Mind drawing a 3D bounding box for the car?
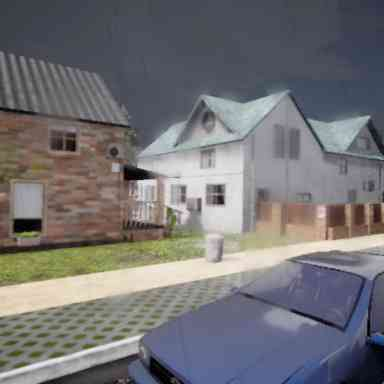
[{"bbox_3d":[1.965,1.554,4.347,5.357,1.411,2.033,0,0,-35],"label":"car"}]
